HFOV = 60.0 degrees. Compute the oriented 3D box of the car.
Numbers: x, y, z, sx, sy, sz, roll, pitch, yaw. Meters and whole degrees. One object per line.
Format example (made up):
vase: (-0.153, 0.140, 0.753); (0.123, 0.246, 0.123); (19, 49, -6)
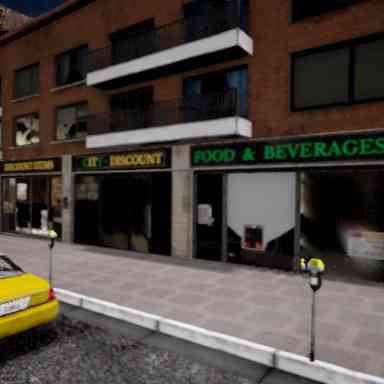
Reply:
car: (-4.363, 1.572, 5.959); (4.829, 1.417, 1.752); (0, 1, 35)
